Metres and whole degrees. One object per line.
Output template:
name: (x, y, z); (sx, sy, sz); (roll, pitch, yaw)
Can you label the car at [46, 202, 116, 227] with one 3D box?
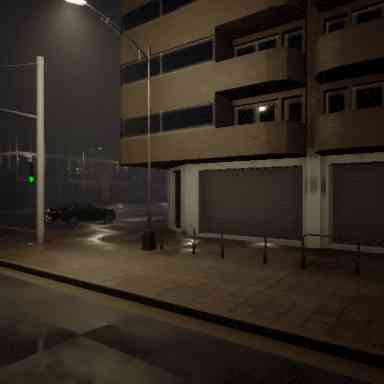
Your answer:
car: (-7.486, 1.437, 22.919); (2.128, 1.511, 4.902); (0, 0, 36)
